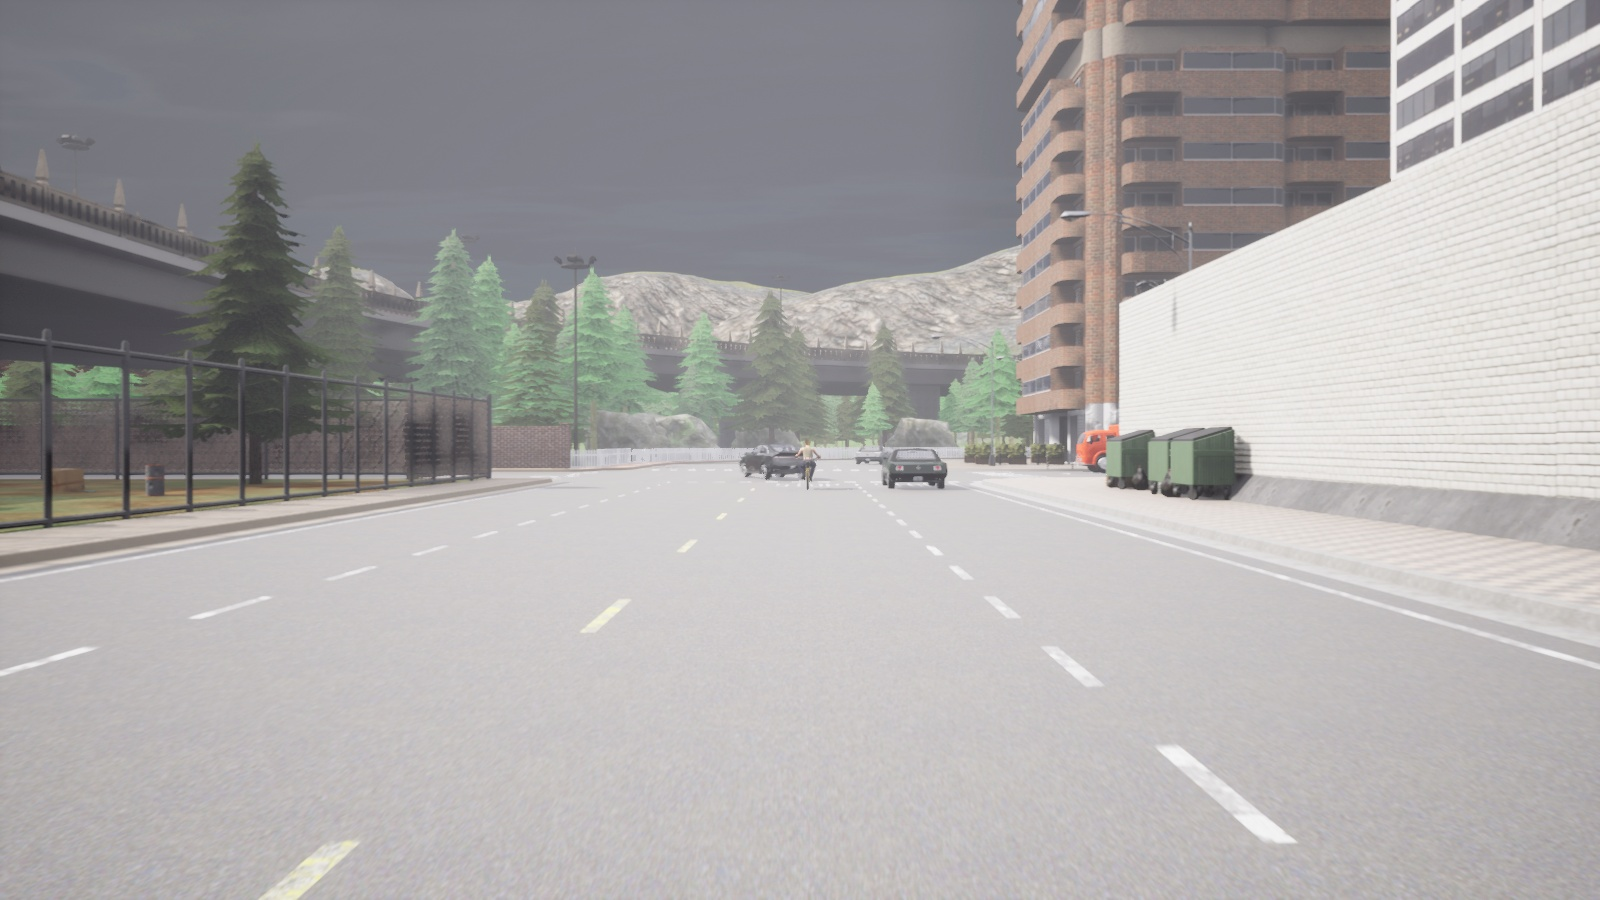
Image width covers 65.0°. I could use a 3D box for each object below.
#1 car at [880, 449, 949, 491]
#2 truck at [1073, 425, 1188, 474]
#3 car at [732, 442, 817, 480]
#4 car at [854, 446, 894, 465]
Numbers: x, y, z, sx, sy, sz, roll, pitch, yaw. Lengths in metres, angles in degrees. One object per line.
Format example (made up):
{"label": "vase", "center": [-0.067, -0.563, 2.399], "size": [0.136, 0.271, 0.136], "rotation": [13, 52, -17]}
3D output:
{"label": "car", "center": [3.752, 0.614, 41.786], "size": [1.895, 1.301, 4.718], "rotation": [0, 0, 0]}
{"label": "truck", "center": [16.809, -0.033, 64.123], "size": [5.204, 2.467, 2.627], "rotation": [0, 0, 0]}
{"label": "car", "center": [-1.143, 0.443, 53.512], "size": [2.128, 1.511, 4.902], "rotation": [0, 0, -20]}
{"label": "car", "center": [5.198, 0.358, 87.433], "size": [1.895, 1.301, 4.718], "rotation": [0, 0, 15]}
